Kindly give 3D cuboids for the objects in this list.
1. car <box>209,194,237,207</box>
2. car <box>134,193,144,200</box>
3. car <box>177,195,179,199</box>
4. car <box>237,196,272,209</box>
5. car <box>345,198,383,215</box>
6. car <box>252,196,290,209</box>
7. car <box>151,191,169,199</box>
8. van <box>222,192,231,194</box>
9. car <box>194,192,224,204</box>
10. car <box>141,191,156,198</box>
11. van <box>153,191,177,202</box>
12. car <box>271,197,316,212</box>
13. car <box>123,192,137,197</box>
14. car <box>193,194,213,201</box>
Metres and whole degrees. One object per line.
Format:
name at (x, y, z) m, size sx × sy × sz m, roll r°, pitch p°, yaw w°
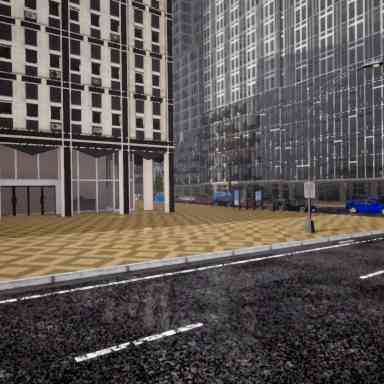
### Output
car at (4.669, 1.319, 44.681) m, size 1.947 × 1.339 × 4.313 m, roll 0°, pitch 1°, yaw -34°
car at (-11.255, 1.039, 68.216) m, size 2.008 × 1.369 × 4.403 m, roll 0°, pitch 1°, yaw -34°
car at (-4.322, 0.936, 72.924) m, size 1.802 × 1.307 × 4.206 m, roll 0°, pitch 1°, yaw -34°
car at (7.815, 1.388, 39.947) m, size 1.802 × 1.307 × 4.206 m, roll 0°, pitch 1°, yaw -34°
car at (17.002, 1.353, 31.212) m, size 1.882 × 1.535 × 5.008 m, roll -1°, pitch 1°, yaw -34°
car at (9.837, 1.285, 41.765) m, size 1.812 × 1.442 × 4.674 m, roll -1°, pitch 1°, yaw -34°
car at (-7.516, 0.615, 77.622) m, size 2.192 × 1.841 × 5.009 m, roll 0°, pitch 1°, yaw -34°
van at (5.259, 0.855, 58.816) m, size 1.690 × 1.788 × 3.998 m, roll 0°, pitch 1°, yaw -34°
car at (2.458, 1.165, 52.650) m, size 1.812 × 1.442 × 4.674 m, roll -1°, pitch 1°, yaw -34°
car at (-10.710, 0.686, 82.324) m, size 1.967 × 1.590 × 4.097 m, roll 0°, pitch 1°, yaw -34°
van at (-4.867, 0.937, 58.811) m, size 1.690 × 1.788 × 3.998 m, roll 0°, pitch 1°, yaw -34°
car at (10.995, 1.424, 35.234) m, size 1.947 × 1.339 × 4.313 m, roll 0°, pitch 1°, yaw -34°
car at (-17.097, 0.688, 91.728) m, size 2.008 × 1.369 × 4.403 m, roll 0°, pitch 1°, yaw -34°
car at (2.065, 1.043, 63.521) m, size 1.802 × 1.307 × 4.206 m, roll 0°, pitch 1°, yaw -34°
